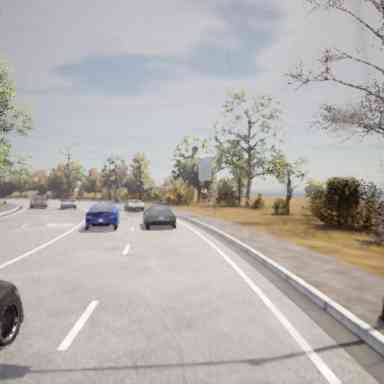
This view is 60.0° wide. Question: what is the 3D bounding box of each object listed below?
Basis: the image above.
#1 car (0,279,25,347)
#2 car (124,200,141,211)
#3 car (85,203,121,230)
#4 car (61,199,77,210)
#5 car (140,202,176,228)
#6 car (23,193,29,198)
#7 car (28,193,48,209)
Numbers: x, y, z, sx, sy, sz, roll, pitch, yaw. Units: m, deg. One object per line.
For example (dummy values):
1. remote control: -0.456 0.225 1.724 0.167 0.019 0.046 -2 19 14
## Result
1. car: -3.617 1.570 3.616 1.994 1.385 4.181 0 0 -2
2. car: -6.936 1.562 39.523 1.895 1.301 4.718 0 0 -19
3. car: -5.631 1.461 21.307 1.882 1.535 5.008 0 0 -10
4. car: -15.812 1.568 42.722 1.895 1.301 4.718 0 0 -22
5. car: -2.202 1.538 21.945 1.994 1.385 4.181 0 0 -10
6. car: -37.828 0.904 77.364 2.097 1.767 4.553 0 0 -43
7. car: -20.345 1.319 44.352 2.097 1.767 4.553 0 0 -24
